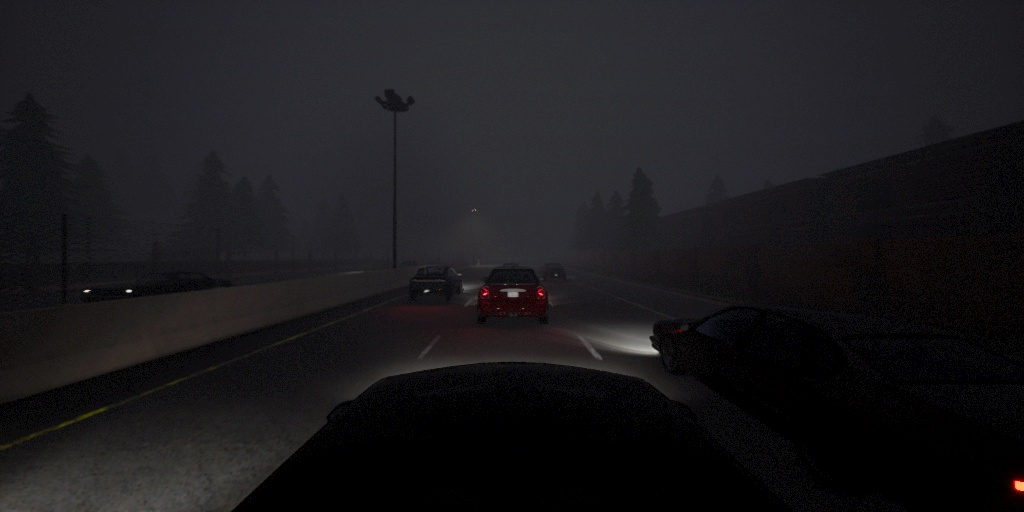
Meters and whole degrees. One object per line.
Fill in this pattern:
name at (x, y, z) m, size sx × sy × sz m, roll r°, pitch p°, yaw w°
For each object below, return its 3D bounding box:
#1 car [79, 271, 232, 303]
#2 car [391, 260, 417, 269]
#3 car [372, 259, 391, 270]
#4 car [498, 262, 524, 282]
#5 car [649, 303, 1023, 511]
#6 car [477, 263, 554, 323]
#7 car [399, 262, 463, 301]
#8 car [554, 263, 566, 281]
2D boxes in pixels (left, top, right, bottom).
car at (-14.203, 1.315, 14.733) m, size 1.895 × 1.301 × 4.718 m, roll 0°, pitch 0°, yaw 0°
car at (-10.830, 1.247, 37.724) m, size 1.812 × 1.442 × 4.674 m, roll 0°, pitch 0°, yaw 0°
car at (-17.914, 1.195, 50.198) m, size 2.128 × 1.511 × 4.902 m, roll 0°, pitch 0°, yaw 0°
car at (-0.124, 1.294, 30.709) m, size 2.033 × 1.411 × 5.357 m, roll 0°, pitch 0°, yaw 0°
car at (3.570, 1.306, 4.445) m, size 2.033 × 1.411 × 5.357 m, roll 0°, pitch 0°, yaw 0°
car at (0.015, 1.102, 12.192) m, size 2.097 × 1.767 × 4.553 m, roll 0°, pitch 0°, yaw 0°
car at (-3.520, 1.232, 17.138) m, size 2.128 × 1.511 × 4.902 m, roll 0°, pitch 0°, yaw 0°
car at (3.377, 1.283, 29.902) m, size 1.812 × 1.442 × 4.674 m, roll 0°, pitch 0°, yaw -1°
